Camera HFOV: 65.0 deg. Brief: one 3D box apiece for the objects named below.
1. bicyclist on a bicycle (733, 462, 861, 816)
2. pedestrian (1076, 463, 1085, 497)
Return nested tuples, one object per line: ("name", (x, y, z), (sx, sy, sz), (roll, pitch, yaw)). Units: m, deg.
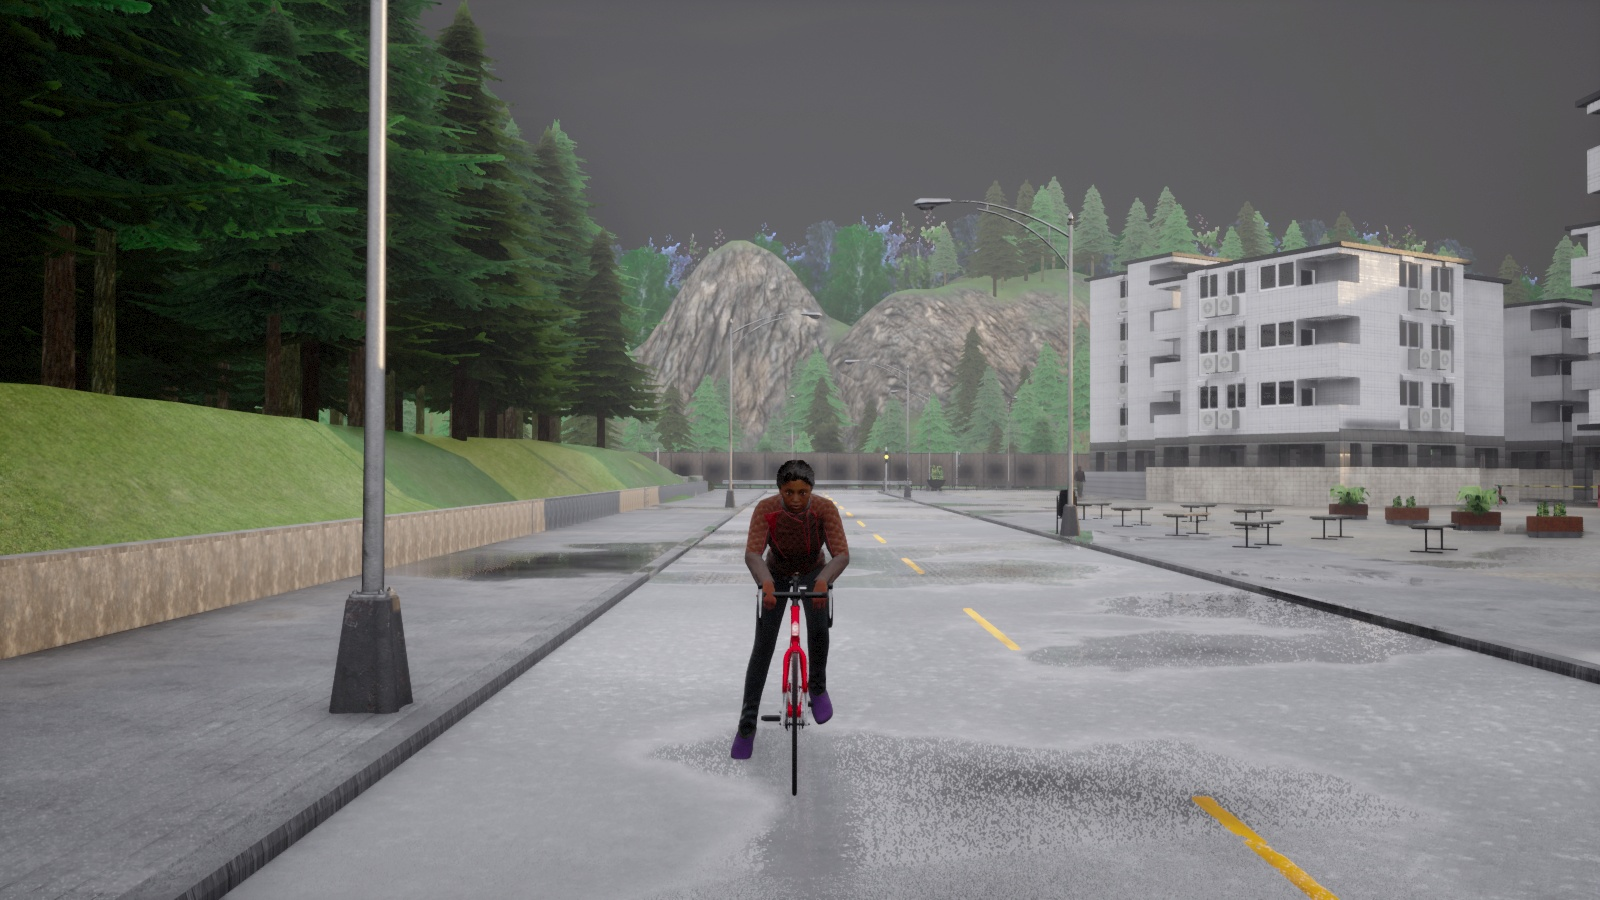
("bicyclist on a bicycle", (-0.018, 0.878, 6.593), (0.582, 1.620, 1.656), (0, -1, 0))
("pedestrian", (15.193, 1.603, 68.035), (0.431, 1.840, 0.703), (0, -1, 9))
